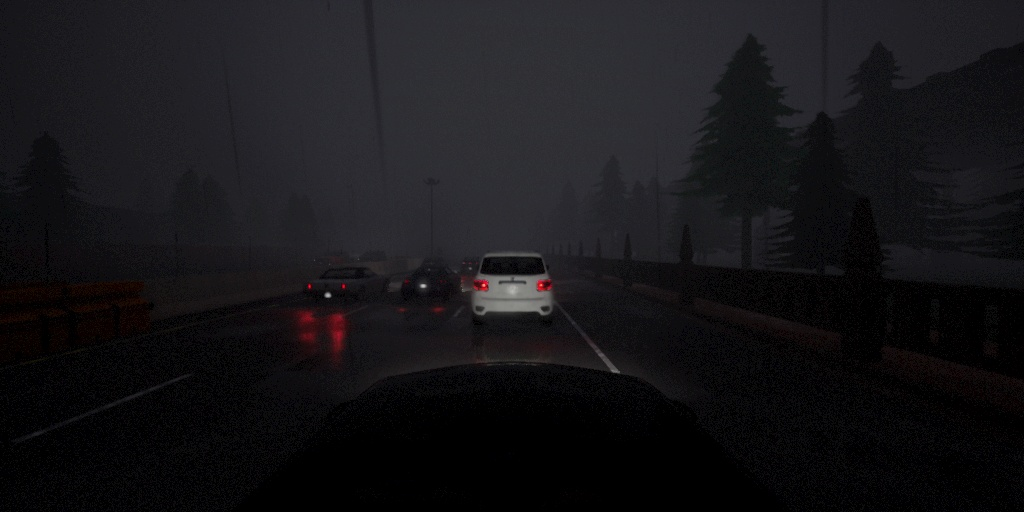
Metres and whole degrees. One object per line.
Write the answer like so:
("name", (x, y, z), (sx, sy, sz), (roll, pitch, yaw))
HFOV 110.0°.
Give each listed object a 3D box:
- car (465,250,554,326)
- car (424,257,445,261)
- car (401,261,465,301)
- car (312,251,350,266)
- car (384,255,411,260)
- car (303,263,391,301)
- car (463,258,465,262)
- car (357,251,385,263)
("car", (0.028, 0.837, 11.270), (2.150, 2.045, 5.566), (0, 1, 0))
("car", (-7.004, 0.814, 32.756), (1.837, 1.490, 4.892), (0, 1, 0))
("car", (-3.459, 1.111, 15.980), (1.994, 1.385, 4.181), (0, 1, 0))
("car", (-21.239, 0.390, 42.425), (2.150, 2.045, 5.566), (0, 1, -1))
("car", (-14.321, 0.598, 46.048), (1.882, 1.535, 5.008), (0, 1, -1))
("car", (-6.960, 1.151, 15.780), (1.895, 1.301, 4.718), (0, 1, 0))
("car", (-3.505, 0.806, 32.448), (2.128, 1.511, 4.902), (0, 1, 0))
("car", (-17.788, 0.347, 45.773), (2.150, 2.045, 5.566), (0, 1, -1))
